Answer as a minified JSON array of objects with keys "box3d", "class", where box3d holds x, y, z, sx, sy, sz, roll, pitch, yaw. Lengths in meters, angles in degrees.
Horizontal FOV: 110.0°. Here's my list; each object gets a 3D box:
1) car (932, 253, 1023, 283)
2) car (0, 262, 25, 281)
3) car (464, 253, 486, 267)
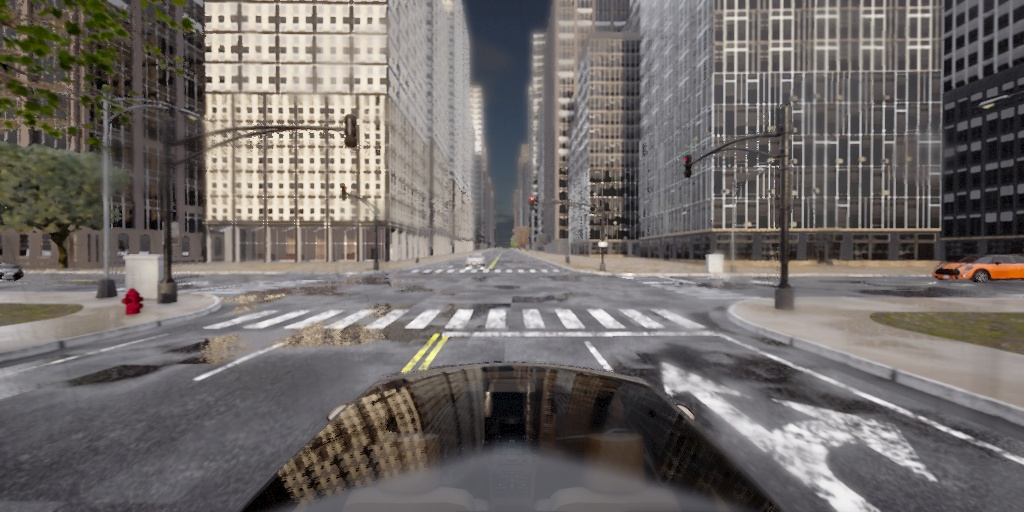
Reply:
[{"box3d":[28.628,0.711,21.739,4.553,1.767,2.097,0,0,1],"class":"car"},{"box3d":[-30.939,0.754,20.412,4.902,1.511,2.128,0,0,2],"class":"car"},{"box3d":[-3.854,0.435,38.535,1.812,1.442,4.674,0,2,-1],"class":"car"}]
